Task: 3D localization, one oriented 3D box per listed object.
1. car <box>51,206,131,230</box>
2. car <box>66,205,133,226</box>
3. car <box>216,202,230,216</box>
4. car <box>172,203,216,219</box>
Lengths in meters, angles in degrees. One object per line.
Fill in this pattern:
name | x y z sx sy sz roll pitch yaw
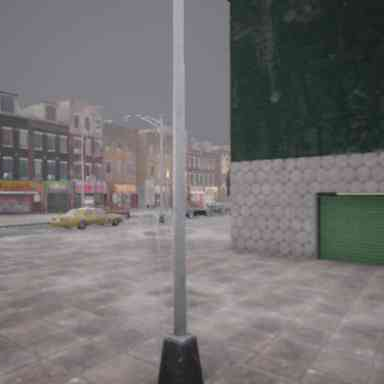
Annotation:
car | -6.483 1.584 21.256 1.752 1.417 4.829 -1 -1 35
car | -6.896 1.694 25.295 1.895 1.301 4.718 0 -1 37
car | 3.204 1.729 34.868 2.008 1.369 4.403 -1 -1 35
car | -0.058 1.701 30.284 1.947 1.339 4.313 -1 -1 35
